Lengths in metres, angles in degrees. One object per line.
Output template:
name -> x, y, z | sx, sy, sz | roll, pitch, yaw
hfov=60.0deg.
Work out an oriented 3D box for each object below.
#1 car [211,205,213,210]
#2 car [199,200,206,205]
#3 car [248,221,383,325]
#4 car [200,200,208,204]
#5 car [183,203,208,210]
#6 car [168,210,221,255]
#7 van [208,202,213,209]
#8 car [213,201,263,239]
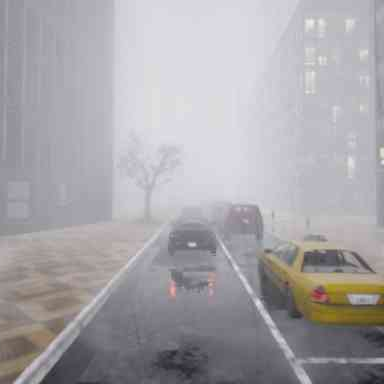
car -> 2.592, 1.853, 23.855 | 1.802, 1.307, 4.206 | 1, -1, 0
car -> 2.625, 2.612, 85.090 | 1.802, 1.307, 4.206 | 1, -1, 0
car -> 2.584, 1.609, 7.325 | 1.752, 1.417, 4.829 | 1, -1, 0
car -> 2.608, 2.148, 51.691 | 1.887, 1.381, 4.507 | 1, -1, 0
car -> 0.022, 1.862, 27.548 | 2.033, 1.411, 5.357 | 0, -1, 0
car -> 0.026, 1.683, 13.895 | 1.812, 1.442, 4.674 | 0, 0, 0
van -> 2.599, 1.677, 29.425 | 1.690, 1.788, 3.998 | 1, -1, 0
car -> 2.594, 1.523, 18.292 | 2.192, 1.841, 5.009 | 1, -1, 0
